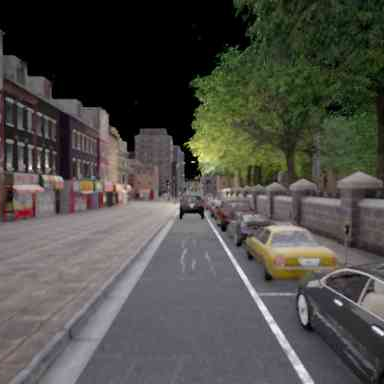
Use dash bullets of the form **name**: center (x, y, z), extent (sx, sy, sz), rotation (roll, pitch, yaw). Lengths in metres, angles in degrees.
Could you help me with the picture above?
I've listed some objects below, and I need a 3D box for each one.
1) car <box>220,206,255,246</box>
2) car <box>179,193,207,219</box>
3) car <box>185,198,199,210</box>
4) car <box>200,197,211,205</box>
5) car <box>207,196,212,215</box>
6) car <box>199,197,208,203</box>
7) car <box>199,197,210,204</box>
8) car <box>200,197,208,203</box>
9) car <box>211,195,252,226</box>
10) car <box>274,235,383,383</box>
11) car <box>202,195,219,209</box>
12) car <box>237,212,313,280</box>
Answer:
- **car**: center (2.616, 1.562, 15.043), extent (2.008, 1.369, 4.403), rotation (-1, 0, 0)
- **car**: center (-0.007, 1.265, 29.888), extent (2.150, 2.045, 5.566), rotation (0, 0, 0)
- **car**: center (0.029, 1.600, 44.861), extent (1.837, 1.490, 4.892), rotation (0, 0, 0)
- **car**: center (2.587, 1.752, 64.095), extent (1.947, 1.339, 4.313), rotation (-1, 0, 0)
- **car**: center (2.604, 1.489, 31.394), extent (1.967, 1.590, 4.097), rotation (-1, 0, 0)
- **car**: center (2.607, 1.813, 76.680), extent (2.008, 1.369, 4.403), rotation (-1, 0, 0)
- **car**: center (2.584, 1.769, 69.545), extent (2.008, 1.369, 4.403), rotation (-1, 0, 0)
- **car**: center (2.632, 1.776, 74.706), extent (1.752, 1.417, 4.829), rotation (-1, 0, 0)
- **car**: center (2.609, 1.337, 20.493), extent (2.192, 1.841, 5.009), rotation (-1, 0, 0)
- **car**: center (2.623, 1.552, 4.142), extent (2.008, 1.369, 4.403), rotation (-1, 0, 0)
- **car**: center (2.592, 1.421, 47.745), extent (2.192, 1.841, 5.009), rotation (-1, 0, 0)
- **car**: center (2.619, 1.530, 9.761), extent (1.752, 1.417, 4.829), rotation (-1, 0, 0)
